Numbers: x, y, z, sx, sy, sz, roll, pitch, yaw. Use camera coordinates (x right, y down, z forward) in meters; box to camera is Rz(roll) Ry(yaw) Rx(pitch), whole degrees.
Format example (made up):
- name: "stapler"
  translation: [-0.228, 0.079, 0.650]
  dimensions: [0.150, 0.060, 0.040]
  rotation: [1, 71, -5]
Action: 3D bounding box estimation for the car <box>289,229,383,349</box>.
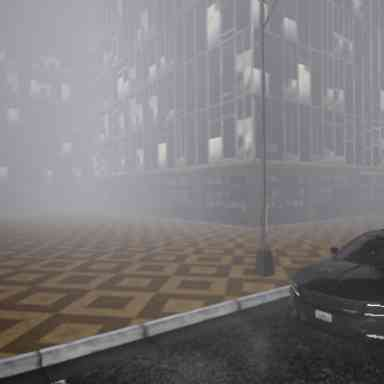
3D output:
- name: "car"
  translation: [3.876, 1.459, 6.140]
  dimensions: [5.008, 1.535, 1.882]
  rotation: [0, 0, -36]
